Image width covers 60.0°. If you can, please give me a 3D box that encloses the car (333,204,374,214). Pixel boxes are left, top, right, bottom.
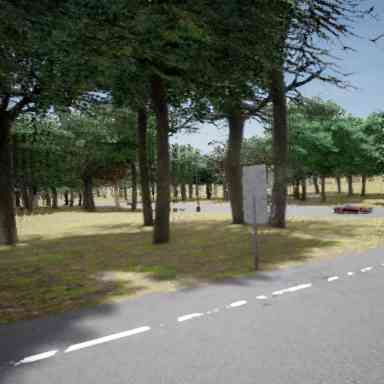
[{"bbox_3d":[21.256,2.206,43.808,1.895,1.301,4.718,-4,1,-36],"label":"car"}]
